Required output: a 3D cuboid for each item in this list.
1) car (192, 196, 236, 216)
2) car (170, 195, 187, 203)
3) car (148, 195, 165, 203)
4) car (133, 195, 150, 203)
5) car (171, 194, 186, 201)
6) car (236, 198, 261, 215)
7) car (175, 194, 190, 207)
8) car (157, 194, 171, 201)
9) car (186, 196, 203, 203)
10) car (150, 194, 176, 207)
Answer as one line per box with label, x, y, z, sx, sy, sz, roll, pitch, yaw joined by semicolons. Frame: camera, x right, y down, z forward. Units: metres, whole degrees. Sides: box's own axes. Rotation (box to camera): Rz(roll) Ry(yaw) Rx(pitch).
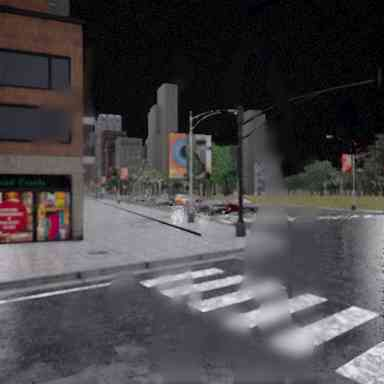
car;1.901;1.445;32.231;2.033;1.411;5.357;0;0;-20
car;-2.602;1.327;63.156;1.812;1.442;4.674;0;0;-20
car;-7.106;1.421;65.929;2.033;1.411;5.357;0;0;-20
car;-10.151;1.290;64.792;1.994;1.385;4.181;0;0;-20
car;-3.043;1.148;73.626;1.882;1.535;5.008;0;0;-20
car;5.002;1.362;33.262;1.882;1.535;5.008;0;0;-21
car;-1.013;1.197;49.350;2.097;1.767;4.553;0;0;-20
car;-6.088;1.184;72.489;1.837;1.490;4.892;0;0;-20
car;0.432;1.388;64.321;1.895;1.301;4.718;0;0;-20
car;-4.237;1.421;48.699;1.994;1.385;4.181;0;0;-20
